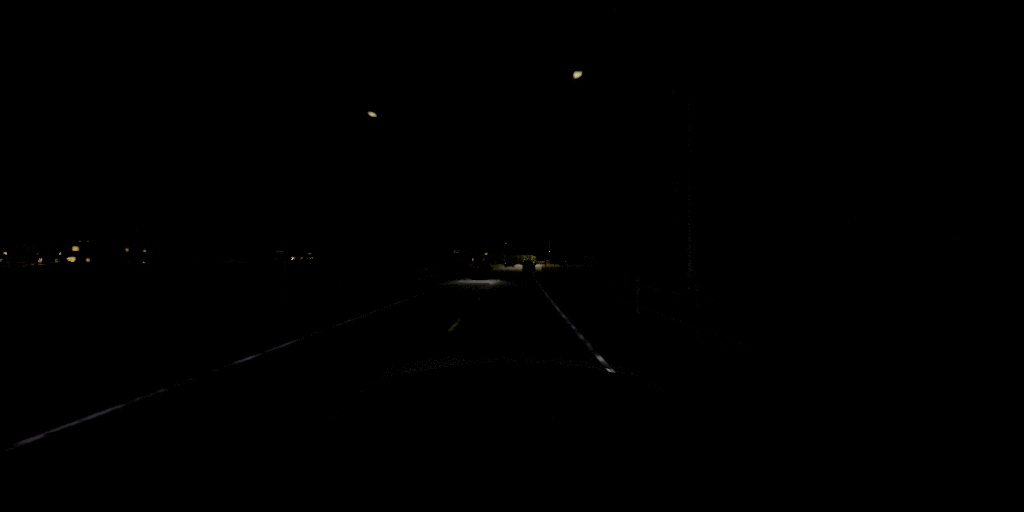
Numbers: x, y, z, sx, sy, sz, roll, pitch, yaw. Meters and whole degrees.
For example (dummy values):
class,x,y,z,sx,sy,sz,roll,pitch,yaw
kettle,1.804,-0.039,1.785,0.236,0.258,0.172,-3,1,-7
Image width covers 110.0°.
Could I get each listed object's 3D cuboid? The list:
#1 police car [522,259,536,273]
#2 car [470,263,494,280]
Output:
class,x,y,z,sx,sy,sz,roll,pitch,yaw
police car,2.400,1.594,52.557,1.930,1.638,5.238,0,0,3
car,-2.962,1.510,36.031,1.882,1.535,5.008,0,0,2
